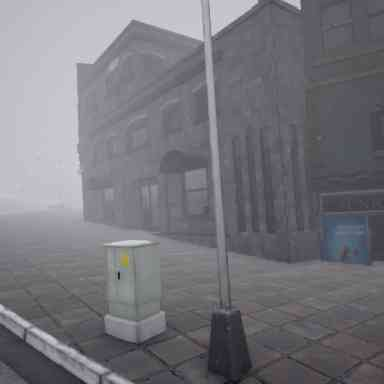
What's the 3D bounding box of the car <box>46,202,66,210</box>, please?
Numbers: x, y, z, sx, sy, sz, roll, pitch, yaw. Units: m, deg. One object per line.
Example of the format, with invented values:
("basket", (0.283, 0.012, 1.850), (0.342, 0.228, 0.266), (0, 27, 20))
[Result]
("car", (-26.186, 2.603, 64.052), (1.882, 1.535, 5.008), (-4, -2, 4))
